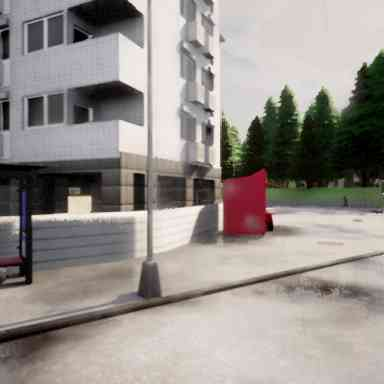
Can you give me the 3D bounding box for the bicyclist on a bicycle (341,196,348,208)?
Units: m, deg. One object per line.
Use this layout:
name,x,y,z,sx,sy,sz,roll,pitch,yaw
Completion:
bicyclist on a bicycle,20.007,1.292,43.513,1.656,1.620,0.582,0,0,-35
